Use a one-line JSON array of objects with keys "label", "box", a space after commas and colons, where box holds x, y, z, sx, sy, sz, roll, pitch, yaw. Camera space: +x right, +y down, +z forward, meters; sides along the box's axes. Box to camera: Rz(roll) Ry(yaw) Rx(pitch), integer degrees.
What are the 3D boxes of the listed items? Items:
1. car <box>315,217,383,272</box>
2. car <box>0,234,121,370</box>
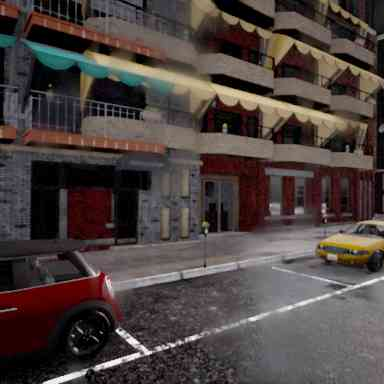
[{"label": "car", "box": [5.928, 1.525, 10.796, 4.829, 1.417, 1.752, 0, 1, -36]}, {"label": "car", "box": [-3.125, 1.440, 4.314, 4.097, 1.590, 1.967, 0, 1, -36]}]
